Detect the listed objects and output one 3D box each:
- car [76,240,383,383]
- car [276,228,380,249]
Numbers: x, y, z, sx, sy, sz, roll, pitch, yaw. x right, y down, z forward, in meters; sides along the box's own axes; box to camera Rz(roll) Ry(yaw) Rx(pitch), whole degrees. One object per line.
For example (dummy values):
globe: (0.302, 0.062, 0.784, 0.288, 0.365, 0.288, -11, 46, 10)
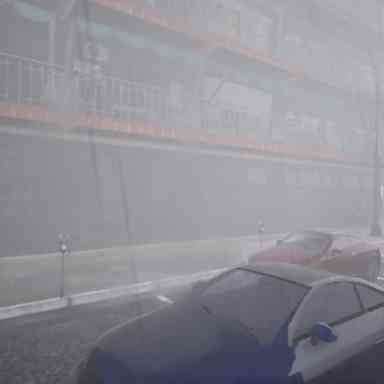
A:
car: (0.926, 1.570, 3.732, 4.181, 1.385, 1.994, 0, 0, -35)
car: (3.147, 1.598, 8.331, 4.206, 1.307, 1.802, 0, 1, -35)
